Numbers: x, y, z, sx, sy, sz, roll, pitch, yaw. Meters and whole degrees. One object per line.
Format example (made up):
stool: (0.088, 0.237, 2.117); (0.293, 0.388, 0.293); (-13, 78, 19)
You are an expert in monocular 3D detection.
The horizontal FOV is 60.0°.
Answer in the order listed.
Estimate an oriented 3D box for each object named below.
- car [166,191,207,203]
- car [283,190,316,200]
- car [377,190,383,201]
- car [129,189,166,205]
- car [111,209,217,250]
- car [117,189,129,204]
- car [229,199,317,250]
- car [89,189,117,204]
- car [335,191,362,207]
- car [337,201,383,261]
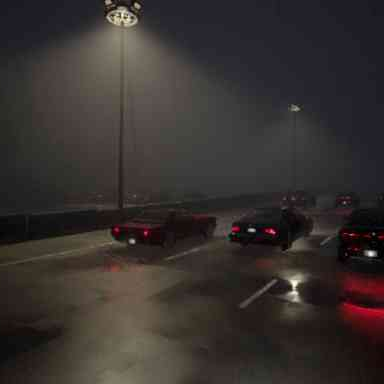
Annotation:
car: (-0.211, 0.663, 34.199); (1.837, 1.490, 4.892); (1, 2, 32)
car: (9.741, 0.563, 29.941); (2.097, 1.767, 4.553); (1, 2, 32)
car: (17.796, 0.512, 29.619); (2.097, 1.767, 4.553); (1, 2, 32)
car: (-3.914, 0.642, 34.882); (1.882, 1.535, 5.008); (1, 2, 32)
car: (-0.829, 1.317, 13.054); (1.895, 1.301, 4.718); (1, 2, 32)
car: (-5.951, 0.434, 38.216); (2.097, 1.767, 4.553); (1, 2, 32)
car: (3.294, 1.249, 13.046); (2.033, 1.411, 5.357); (1, 2, 32)
car: (-9.778, 0.447, 38.702); (2.097, 1.767, 4.553); (1, 2, 32)
car: (14.665, 0.640, 31.215); (1.837, 1.490, 4.892); (1, 2, 32)
car: (5.844, 1.257, 10.521); (1.837, 1.490, 4.892); (1, 2, 32)
